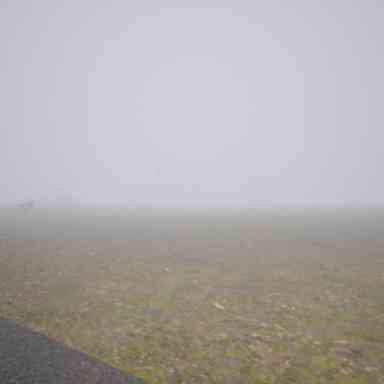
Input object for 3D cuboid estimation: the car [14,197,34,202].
[{"bbox_3d":[-38.997,1.722,77.720,1.895,1.301,4.718,0,0,34],"label":"car"}]
